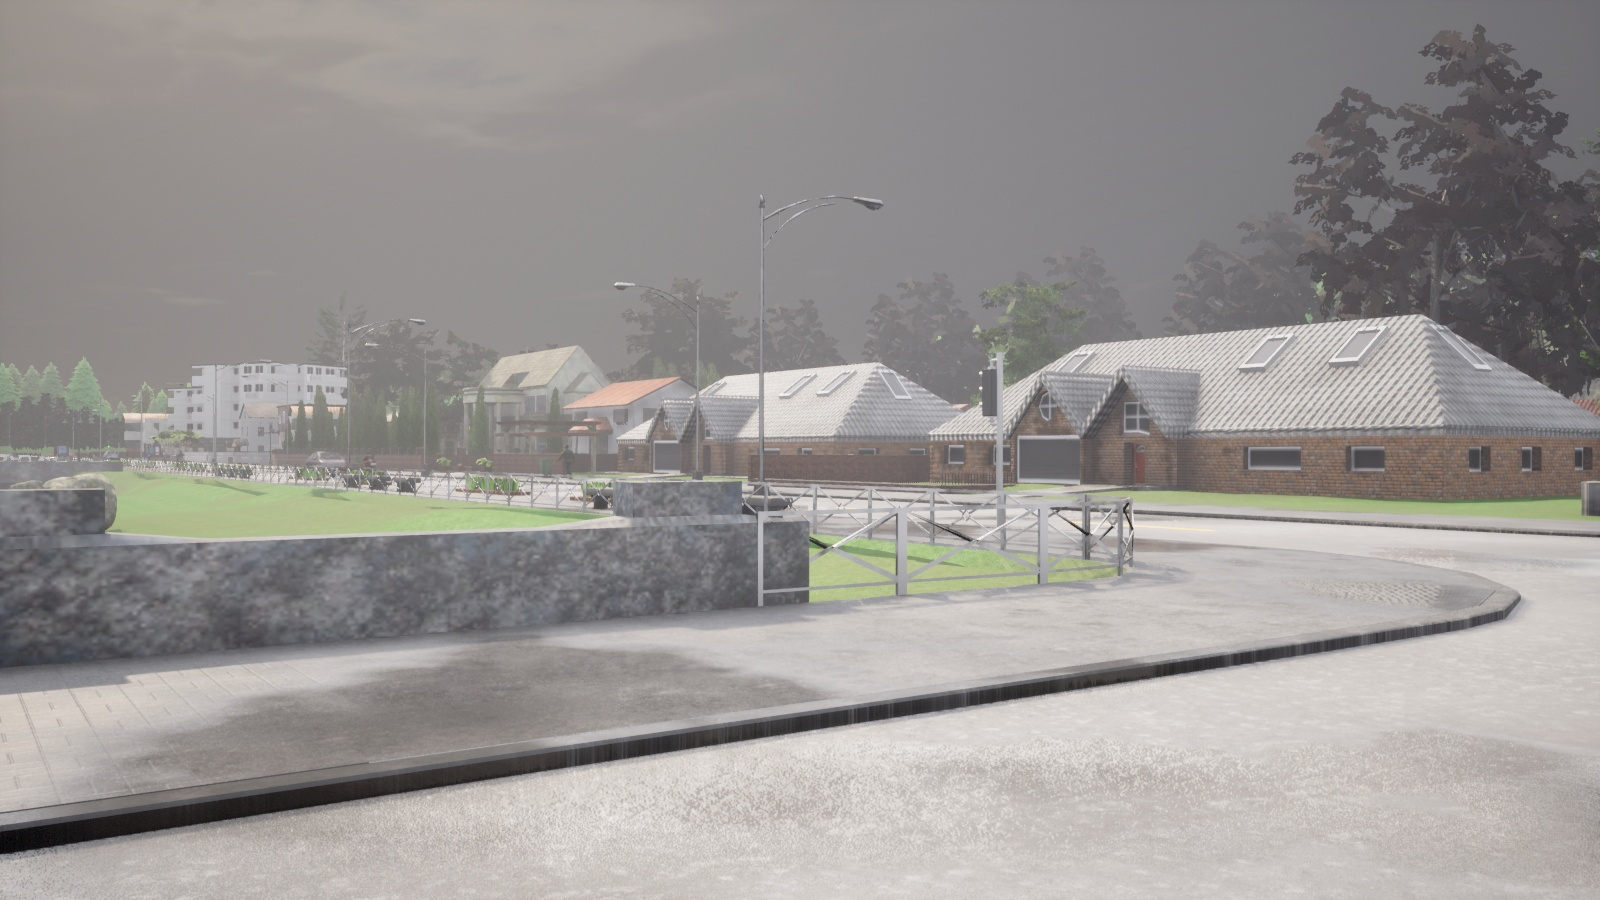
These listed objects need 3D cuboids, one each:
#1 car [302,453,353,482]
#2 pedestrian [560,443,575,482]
[{"bbox_3d":[-26.449,0.951,70.230,1.789,1.549,3.705,0,0,-35],"label":"car"},{"bbox_3d":[-11.850,0.637,64.049,0.423,1.949,0.788,0,0,-38],"label":"pedestrian"}]
